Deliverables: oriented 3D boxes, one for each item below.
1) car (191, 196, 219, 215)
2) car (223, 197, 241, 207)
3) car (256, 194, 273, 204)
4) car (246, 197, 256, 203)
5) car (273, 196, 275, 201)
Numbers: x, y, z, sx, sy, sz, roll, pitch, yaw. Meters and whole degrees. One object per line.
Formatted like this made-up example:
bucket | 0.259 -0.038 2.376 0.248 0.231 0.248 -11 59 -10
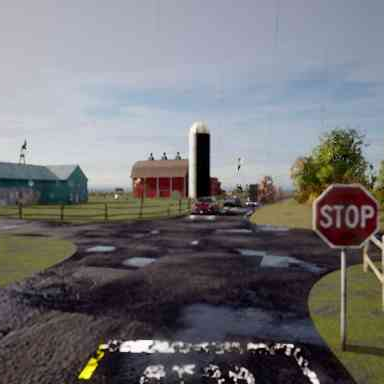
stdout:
car | 1.387 1.318 33.345 2.097 1.767 4.553 0 0 14
car | 6.046 1.500 49.391 2.033 1.411 5.357 0 0 19
car | 13.864 1.482 63.603 1.812 1.442 4.674 0 0 19
car | 12.458 1.485 68.010 1.812 1.442 4.674 0 0 19
car | 17.087 1.314 73.077 1.837 1.490 4.892 0 0 19
